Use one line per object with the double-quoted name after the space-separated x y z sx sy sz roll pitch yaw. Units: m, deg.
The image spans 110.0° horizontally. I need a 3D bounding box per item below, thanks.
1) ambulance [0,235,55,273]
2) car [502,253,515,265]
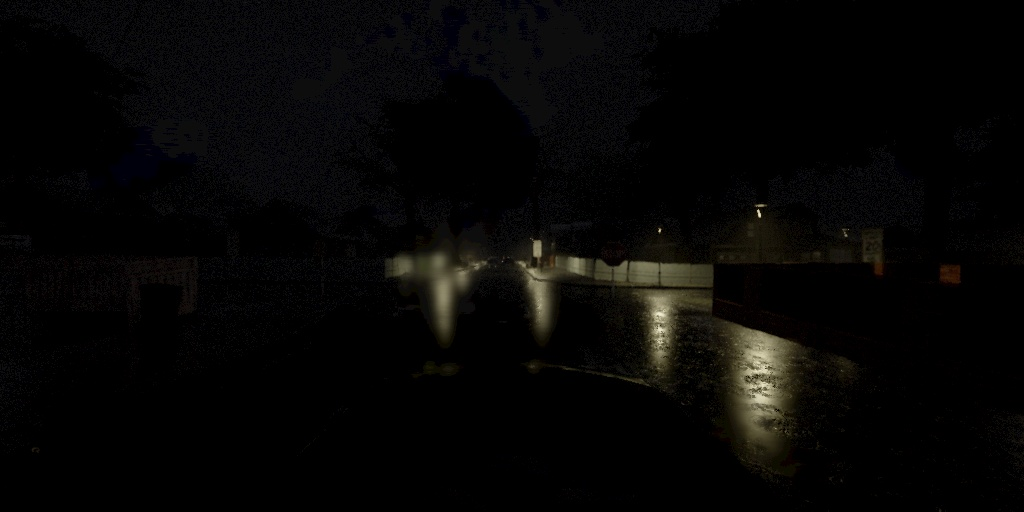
-24.018 0.236 16.007 6.366 2.431 2.351 1 0 -1 "ambulance"
-0.624 0.725 60.132 2.128 1.511 4.902 0 0 -1 "car"
